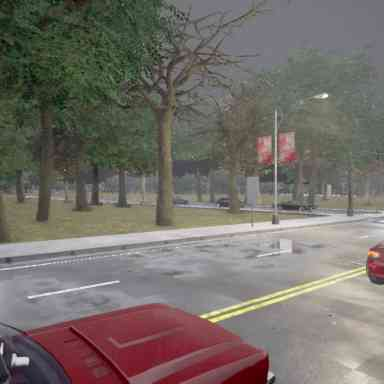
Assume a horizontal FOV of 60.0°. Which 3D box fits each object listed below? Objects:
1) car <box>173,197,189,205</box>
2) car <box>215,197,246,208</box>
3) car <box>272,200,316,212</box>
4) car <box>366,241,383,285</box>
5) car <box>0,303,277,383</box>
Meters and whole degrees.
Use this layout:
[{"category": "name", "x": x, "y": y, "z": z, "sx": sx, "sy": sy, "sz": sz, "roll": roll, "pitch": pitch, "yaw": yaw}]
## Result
[{"category": "car", "x": -2.760, "y": 1.512, "z": 55.645, "sx": 2.033, "sy": 1.411, "sz": 5.357, "roll": 0, "pitch": 0, "yaw": -38}, {"category": "car", "x": 5.198, "y": 1.479, "z": 45.535, "sx": 1.837, "sy": 1.490, "sz": 4.892, "roll": 0, "pitch": 0, "yaw": -38}, {"category": "car", "x": 11.509, "y": 1.588, "z": 37.538, "sx": 1.895, "sy": 1.301, "sz": 4.718, "roll": 0, "pitch": 0, "yaw": -38}, {"category": "car", "x": 6.042, "y": 1.527, "z": 8.262, "sx": 4.674, "sy": 1.442, "sz": 1.812, "roll": 0, "pitch": 0, "yaw": -38}, {"category": "car", "x": -1.534, "y": 1.601, "z": 2.265, "sx": 4.718, "sy": 1.301, "sz": 1.895, "roll": 0, "pitch": 0, "yaw": -38}]
